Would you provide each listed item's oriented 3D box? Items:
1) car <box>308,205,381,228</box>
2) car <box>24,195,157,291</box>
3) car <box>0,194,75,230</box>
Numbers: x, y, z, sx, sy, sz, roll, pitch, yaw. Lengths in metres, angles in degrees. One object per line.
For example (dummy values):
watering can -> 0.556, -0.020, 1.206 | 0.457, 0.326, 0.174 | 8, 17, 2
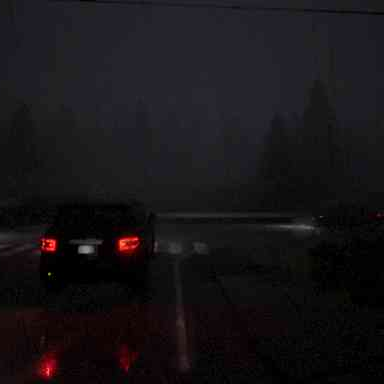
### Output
car -> 9.629, 1.521, 21.114 | 4.181, 1.385, 1.994 | 0, 0, -3
car -> -2.220, 1.199, 9.111 | 2.150, 2.045, 5.566 | 0, 0, -4
car -> -8.803, 1.171, 20.051 | 5.566, 2.045, 2.150 | 0, 0, -3
